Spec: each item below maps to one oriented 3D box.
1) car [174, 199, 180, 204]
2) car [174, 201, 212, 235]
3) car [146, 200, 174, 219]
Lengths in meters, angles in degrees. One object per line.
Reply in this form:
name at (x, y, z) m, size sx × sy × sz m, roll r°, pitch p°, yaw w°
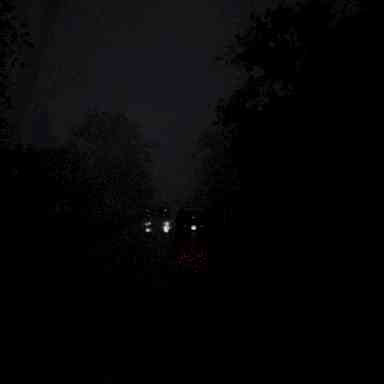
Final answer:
car at (-3.083, 2.162, 69.720) m, size 1.994 × 1.385 × 4.181 m, roll 0°, pitch -1°, yaw -1°
car at (0.078, 1.503, 18.823) m, size 1.837 × 1.490 × 4.892 m, roll 0°, pitch 0°, yaw 0°
car at (-2.906, 1.497, 29.289) m, size 1.882 × 1.535 × 5.008 m, roll 0°, pitch 0°, yaw 0°
